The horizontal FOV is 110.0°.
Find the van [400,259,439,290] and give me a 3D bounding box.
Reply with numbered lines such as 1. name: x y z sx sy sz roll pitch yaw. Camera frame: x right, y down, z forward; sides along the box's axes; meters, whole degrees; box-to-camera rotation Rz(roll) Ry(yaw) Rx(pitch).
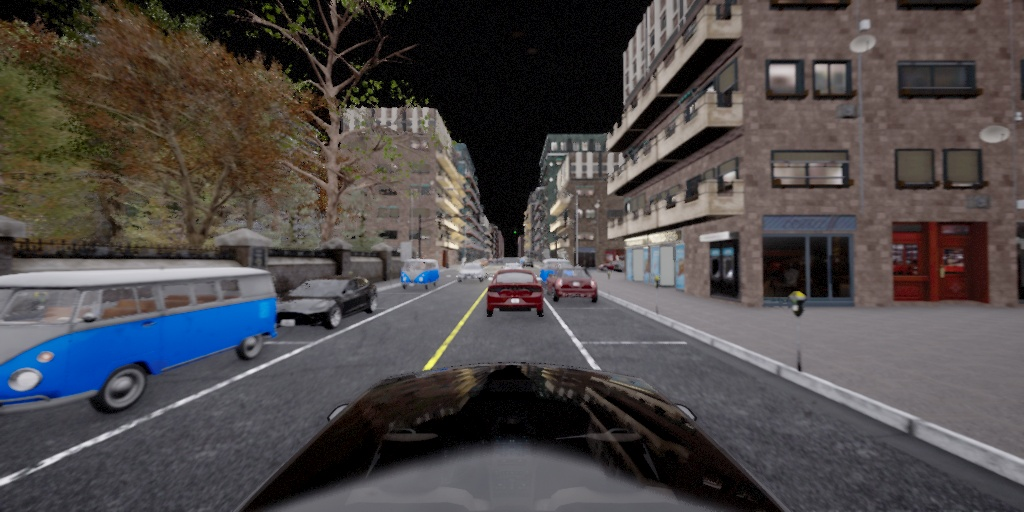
1. van: -5.660 1.085 22.311 1.690 1.789 3.998 0 0 0

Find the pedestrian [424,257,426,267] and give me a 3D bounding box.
1. pedestrian: -12.547 0.944 51.696 0.375 1.860 0.375 0 -1 1

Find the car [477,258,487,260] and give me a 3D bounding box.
1. car: -5.699 1.262 60.086 1.751 1.417 4.829 0 0 0

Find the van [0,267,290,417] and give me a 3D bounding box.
1. van: -5.699 1.089 5.740 1.690 1.789 3.998 0 0 0

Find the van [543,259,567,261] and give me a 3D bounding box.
1. van: 2.655 1.086 22.311 1.690 1.789 3.998 0 0 0

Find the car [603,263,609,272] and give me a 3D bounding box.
1. car: 13.629 1.338 48.425 4.097 1.591 1.967 0 0 1

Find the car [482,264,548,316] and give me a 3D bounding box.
1. car: 0.098 1.225 13.463 1.882 1.535 5.008 0 0 0

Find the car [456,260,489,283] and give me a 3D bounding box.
1. car: -3.058 1.268 28.027 1.812 1.442 4.674 0 0 0

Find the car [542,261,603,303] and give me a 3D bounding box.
1. car: 2.658 1.186 16.787 1.967 1.591 4.097 0 0 0

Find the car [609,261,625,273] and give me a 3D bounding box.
1. car: 13.528 1.318 40.047 4.313 1.339 1.948 0 0 1

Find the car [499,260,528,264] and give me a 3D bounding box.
1. car: 0.096 1.269 28.237 1.812 1.442 4.674 0 0 0

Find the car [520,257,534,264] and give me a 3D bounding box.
1. car: 2.682 1.303 60.257 1.948 1.339 4.313 0 0 0

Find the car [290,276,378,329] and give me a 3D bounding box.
1. car: -5.675 1.313 11.263 1.948 1.339 4.313 0 0 0
